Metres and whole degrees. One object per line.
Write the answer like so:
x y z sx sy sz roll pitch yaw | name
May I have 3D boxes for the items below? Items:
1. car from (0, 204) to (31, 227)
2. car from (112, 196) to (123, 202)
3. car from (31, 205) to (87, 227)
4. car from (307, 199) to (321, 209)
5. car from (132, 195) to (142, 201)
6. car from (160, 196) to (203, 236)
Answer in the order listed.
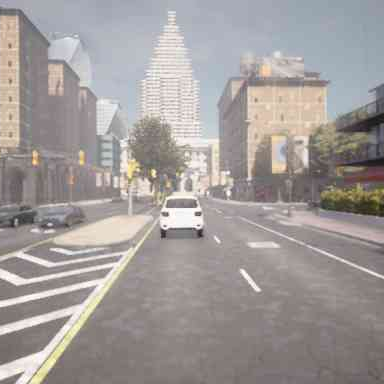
-12.379 1.623 23.095 1.837 1.490 4.892 0 0 -2 | car
-17.858 1.701 79.515 1.895 1.301 4.718 0 0 -2 | car
-8.881 1.632 23.234 2.033 1.411 5.357 0 0 -2 | car
16.735 1.495 40.618 4.718 1.301 1.895 0 0 -2 | car
-14.879 1.588 86.404 1.837 1.490 4.892 0 0 -2 | car
-0.588 1.224 18.495 2.150 2.045 5.566 0 0 -2 | car
